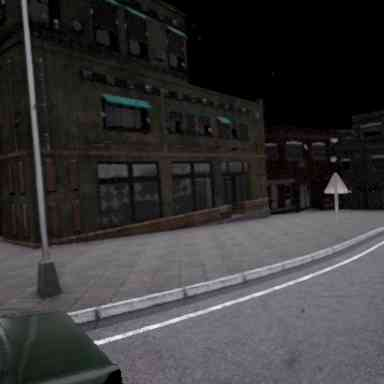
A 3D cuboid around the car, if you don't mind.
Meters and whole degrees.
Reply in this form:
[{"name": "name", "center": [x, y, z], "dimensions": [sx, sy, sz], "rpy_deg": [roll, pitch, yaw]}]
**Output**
[{"name": "car", "center": [-2.965, 1.612, 2.076], "dimensions": [4.718, 1.301, 1.895], "rpy_deg": [0, 0, -35]}]
